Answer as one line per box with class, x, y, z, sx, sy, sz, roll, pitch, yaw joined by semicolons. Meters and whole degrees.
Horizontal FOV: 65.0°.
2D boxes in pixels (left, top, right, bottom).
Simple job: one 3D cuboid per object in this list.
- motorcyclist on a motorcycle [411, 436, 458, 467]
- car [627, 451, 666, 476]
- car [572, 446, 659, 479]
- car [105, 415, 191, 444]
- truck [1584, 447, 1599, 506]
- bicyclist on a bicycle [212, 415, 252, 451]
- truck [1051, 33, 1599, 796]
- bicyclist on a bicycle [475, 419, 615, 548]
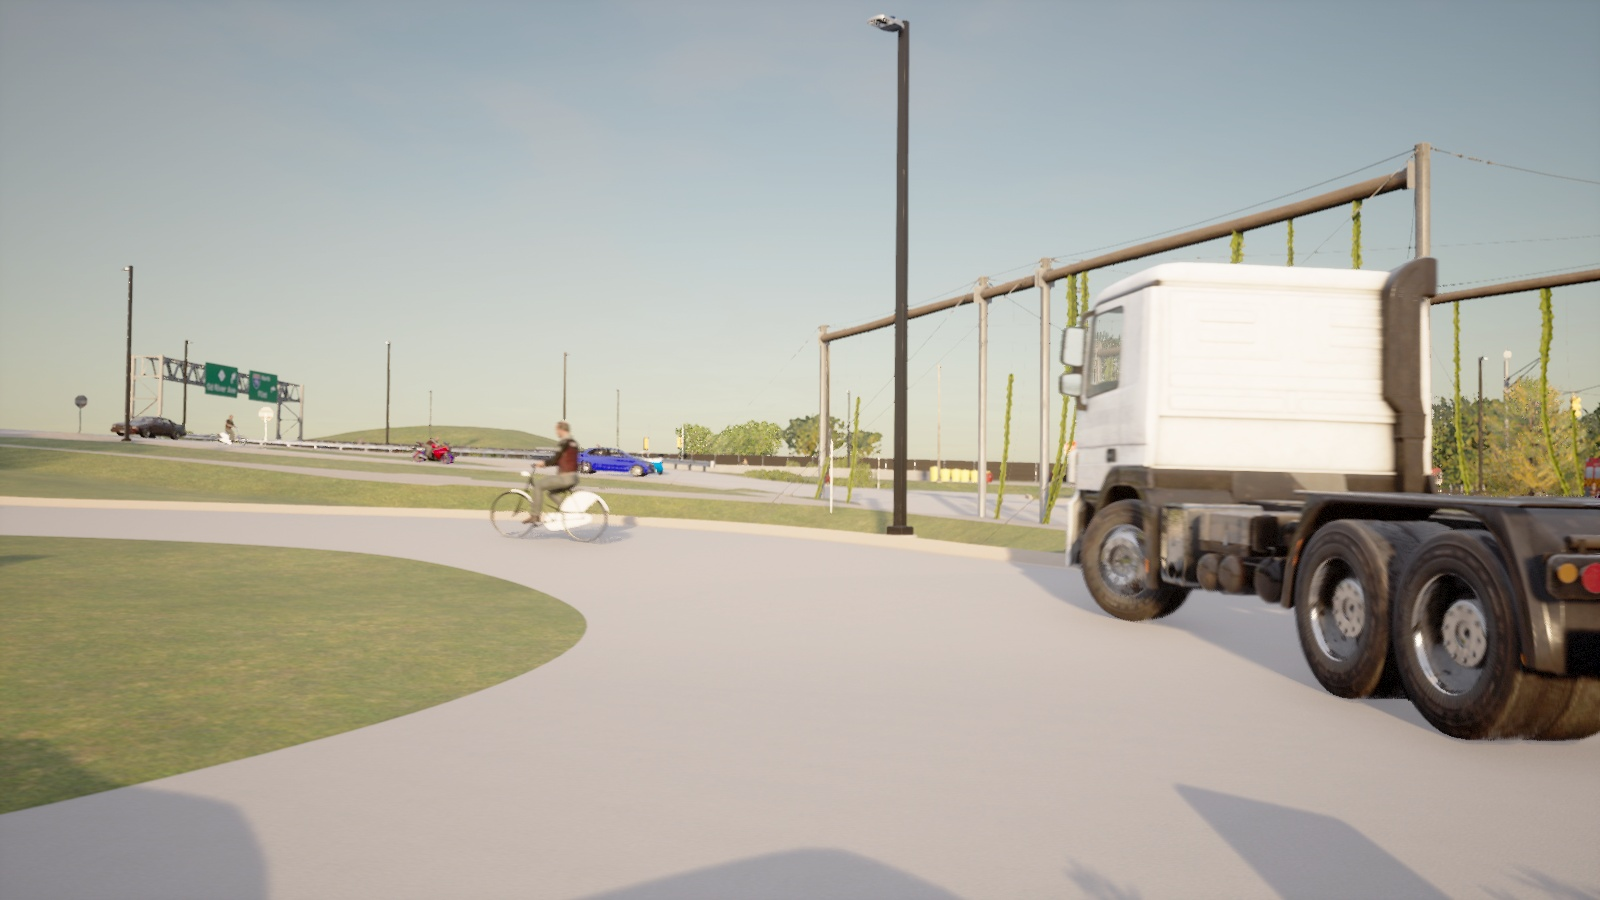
motorcyclist on a motorcycle;-19.580;0.089;67.286;2.191;1.530;0.866;4;-1;5
car;-9.009;0.762;73.696;1.481;1.376;2.207;1;1;-31
car;-9.765;0.666;66.668;4.193;1.474;1.816;3;-1;2
car;-40.727;-1.264;78.606;2.033;1.411;5.357;4;-1;7
truck;53.281;1.711;79.146;2.891;3.827;8.468;1;0;4
bicyclist on a bicycle;-31.004;-0.918;68.553;1.843;1.776;0.659;4;-2;12
truck;4.612;-0.112;9.771;2.891;3.462;7.936;1;0;-6
bicyclist on a bicycle;-3.713;0.465;18.292;1.843;1.776;0.659;2;1;14
